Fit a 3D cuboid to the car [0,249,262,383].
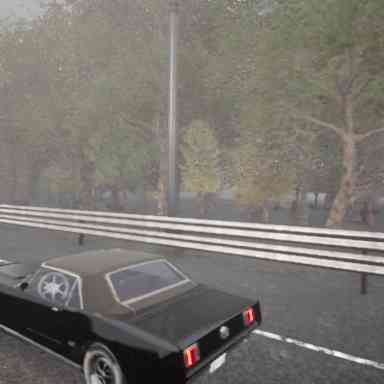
[{"bbox_3d":[-1.516,1.548,4.956,4.718,1.301,1.895,1,1,36],"label":"car"}]
